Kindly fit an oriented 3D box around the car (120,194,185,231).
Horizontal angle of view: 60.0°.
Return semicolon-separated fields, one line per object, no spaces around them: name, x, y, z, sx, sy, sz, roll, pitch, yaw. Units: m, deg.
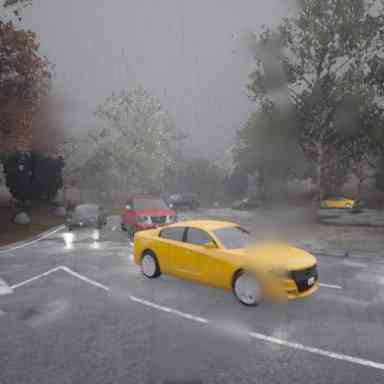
car;-2.413;1.221;17.487;2.150;2.045;5.566;-1;0;-20

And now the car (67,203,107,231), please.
car;-6.494;1.503;20.953;1.837;1.490;4.892;-1;1;-7

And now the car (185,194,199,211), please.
car;-1.527;1.220;38.305;2.150;2.045;5.566;-1;0;42

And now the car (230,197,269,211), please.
car;7.039;1.441;40.658;4.892;1.490;1.837;-1;-1;-22

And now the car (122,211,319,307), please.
car;0.554;1.477;8.289;5.008;1.535;1.882;0;0;44

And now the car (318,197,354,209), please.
car;19.331;1.458;44.940;5.008;1.535;1.882;1;0;13
